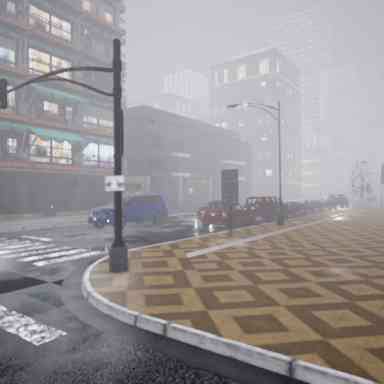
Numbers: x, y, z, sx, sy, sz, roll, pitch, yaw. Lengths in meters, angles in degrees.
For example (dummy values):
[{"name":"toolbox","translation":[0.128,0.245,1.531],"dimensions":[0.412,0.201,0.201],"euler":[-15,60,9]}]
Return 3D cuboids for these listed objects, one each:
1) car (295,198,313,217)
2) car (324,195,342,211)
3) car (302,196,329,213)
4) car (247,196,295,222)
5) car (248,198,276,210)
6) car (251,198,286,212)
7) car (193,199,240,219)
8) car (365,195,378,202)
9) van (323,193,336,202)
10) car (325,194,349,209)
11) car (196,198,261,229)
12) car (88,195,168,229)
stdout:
[{"name":"car","translation":[9.018,1.468,29.827],"dimensions":[1.802,1.307,4.206],"euler":[-1,0,36]},{"name":"car","translation":[15.652,1.413,38.834],"dimensions":[2.008,1.369,4.403],"euler":[-1,0,36]},{"name":"car","translation":[12.335,1.419,34.331],"dimensions":[1.887,1.381,4.507],"euler":[-1,0,36]},{"name":"car","translation":[5.698,1.213,25.325],"dimensions":[2.192,1.841,5.009],"euler":[-1,0,36]},{"name":"car","translation":[9.206,1.485,43.370],"dimensions":[1.752,1.417,4.829],"euler":[-1,0,36]},{"name":"car","translation":[9.063,1.484,38.999],"dimensions":[2.033,1.411,5.357],"euler":[-1,0,37]},{"name":"car","translation":[2.265,1.466,29.787],"dimensions":[1.837,1.490,4.892],"euler":[-1,0,37]},{"name":"car","translation":[35.554,1.332,65.854],"dimensions":[1.887,1.381,4.507],"euler":[-1,0,36]},{"name":"van","translation":[29.208,1.225,70.527],"dimensions":[1.690,1.788,3.998],"euler":[-1,0,36]},{"name":"car","translation":[18.967,1.165,43.338],"dimensions":[2.192,1.841,5.009],"euler":[-1,0,36]},{"name":"car","translation":[2.383,1.350,20.821],"dimensions":[1.967,1.590,4.097],"euler":[-1,0,36]},{"name":"car","translation":[-3.910,1.205,21.374],"dimensions":[2.150,2.045,5.566],"euler":[-1,0,38]}]
